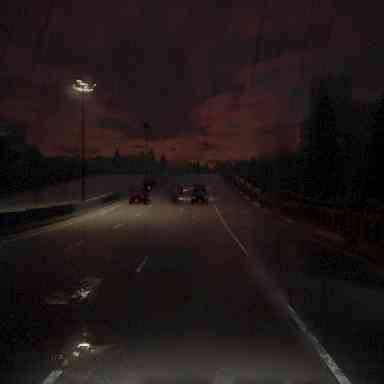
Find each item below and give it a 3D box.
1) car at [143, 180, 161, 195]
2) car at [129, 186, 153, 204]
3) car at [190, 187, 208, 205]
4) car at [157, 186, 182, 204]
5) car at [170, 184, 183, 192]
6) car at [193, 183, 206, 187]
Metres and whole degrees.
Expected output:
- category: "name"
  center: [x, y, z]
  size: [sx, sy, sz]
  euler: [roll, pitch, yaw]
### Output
- category: "car"
  center: [-5.900, -0.801, 48.797]
  size: [2.150, 2.045, 5.566]
  euler: [0, 7, 1]
- category: "car"
  center: [-6.095, 0.533, 38.994]
  size: [1.812, 1.442, 4.674]
  euler: [0, 5, 1]
- category: "car"
  center: [0.880, 0.568, 38.444]
  size: [1.812, 1.442, 4.674]
  euler: [0, 5, 1]
- category: "car"
  center: [-2.592, 0.479, 39.298]
  size: [1.837, 1.490, 4.892]
  euler: [0, 5, 1]
- category: "car"
  center: [-2.381, -0.559, 49.610]
  size: [1.994, 1.385, 4.181]
  euler: [0, 7, 1]
- category: "car"
  center: [1.097, -0.525, 48.623]
  size: [2.128, 1.511, 4.902]
  euler: [0, 7, 1]
